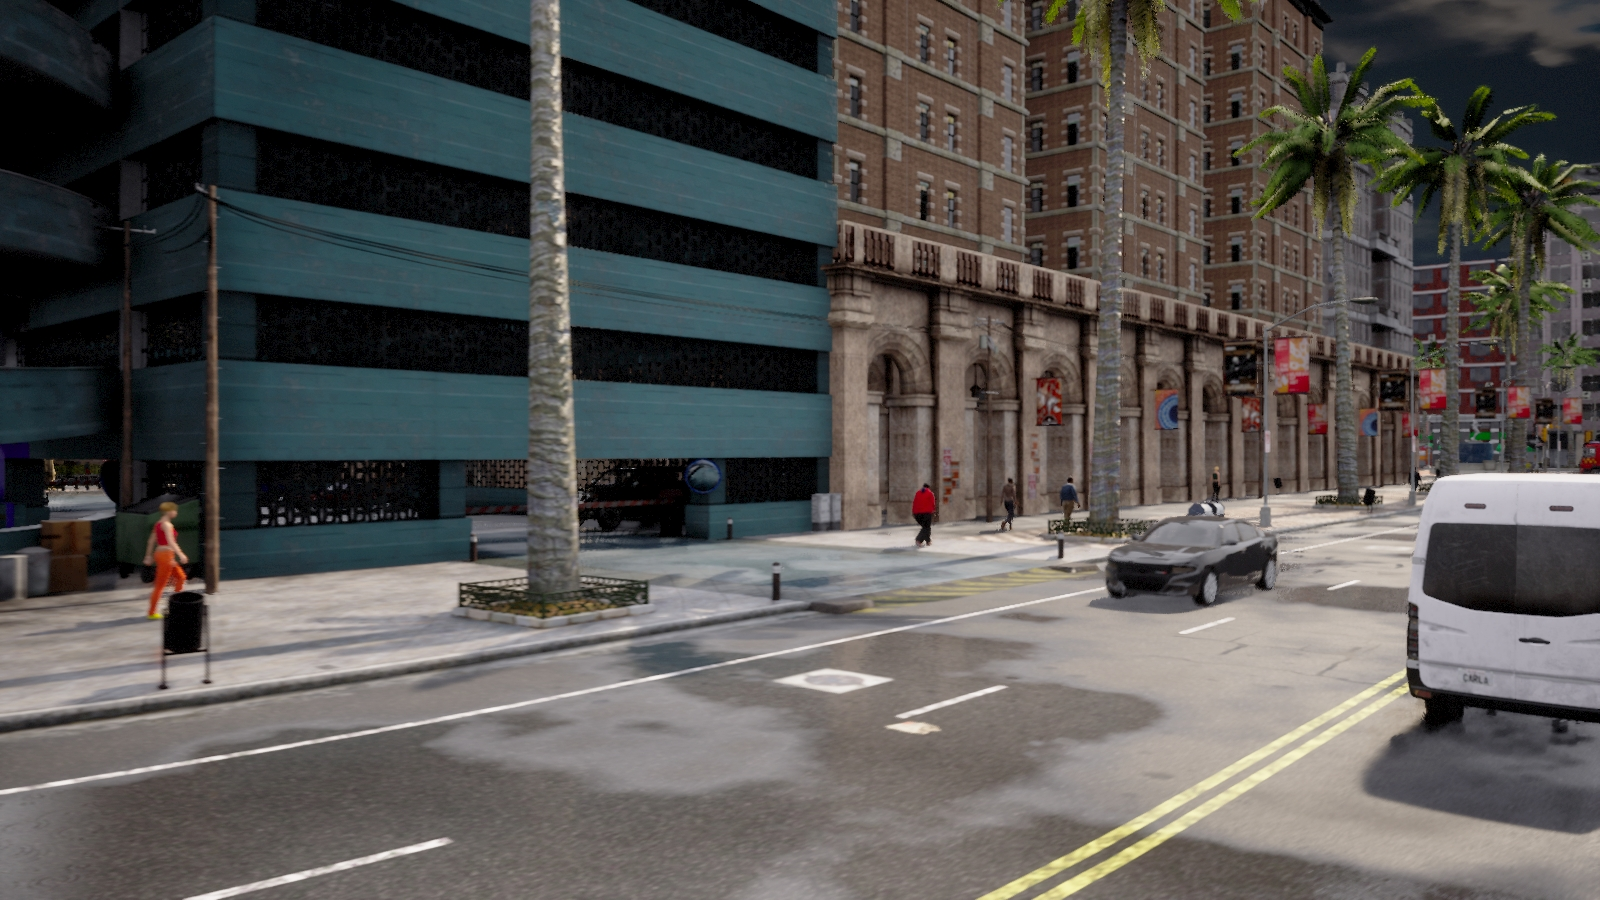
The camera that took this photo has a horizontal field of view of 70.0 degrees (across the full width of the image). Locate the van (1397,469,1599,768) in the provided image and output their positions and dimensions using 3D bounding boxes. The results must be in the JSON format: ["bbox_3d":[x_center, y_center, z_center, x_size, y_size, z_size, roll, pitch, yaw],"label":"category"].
[{"bbox_3d":[8.586,1.536,12.750,1.988,2.561,5.915,0,0,42],"label":"van"}]

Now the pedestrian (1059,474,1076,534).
[{"bbox_3d":[8.460,1.705,36.106,0.375,1.860,0.375,0,0,-39],"label":"pedestrian"}]

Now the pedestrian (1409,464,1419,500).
[{"bbox_3d":[32.739,1.706,60.912,0.375,1.860,0.375,0,0,44],"label":"pedestrian"}]

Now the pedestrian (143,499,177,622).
[{"bbox_3d":[-9.956,1.703,17.764,0.375,1.860,0.375,0,0,-44],"label":"pedestrian"}]

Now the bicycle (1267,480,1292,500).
[{"bbox_3d":[27.310,2.268,65.106,0.859,1.080,1.487,0,0,42],"label":"bicycle"}]

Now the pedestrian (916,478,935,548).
[{"bbox_3d":[3.408,1.706,31.059,0.375,1.860,0.375,0,0,40],"label":"pedestrian"}]

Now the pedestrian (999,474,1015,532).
[{"bbox_3d":[6.743,1.705,37.141,0.375,1.860,0.375,0,0,42],"label":"pedestrian"}]

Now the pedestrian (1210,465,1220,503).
[{"bbox_3d":[20.892,1.709,57.527,0.375,1.860,0.375,0,0,-41],"label":"pedestrian"}]

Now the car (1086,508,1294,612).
[{"bbox_3d":[7.726,2.039,22.301,2.097,1.535,5.006,0,0,41],"label":"car"}]
